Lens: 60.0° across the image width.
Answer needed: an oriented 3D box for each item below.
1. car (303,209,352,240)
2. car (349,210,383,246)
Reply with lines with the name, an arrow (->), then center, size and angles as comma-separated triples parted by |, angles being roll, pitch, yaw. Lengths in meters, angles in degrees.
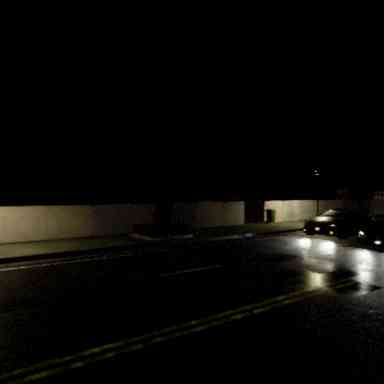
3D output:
car -> 7.638, 1.577, 17.137 | 4.181, 1.385, 1.994 | 0, 0, -36
car -> 9.312, 1.558, 14.341 | 5.357, 1.411, 2.033 | 0, 0, -36
